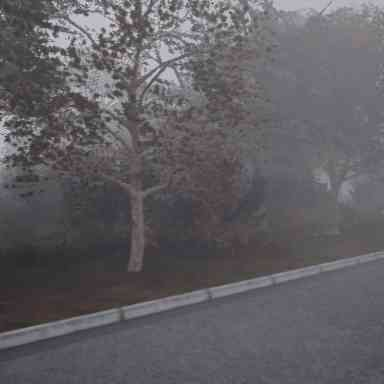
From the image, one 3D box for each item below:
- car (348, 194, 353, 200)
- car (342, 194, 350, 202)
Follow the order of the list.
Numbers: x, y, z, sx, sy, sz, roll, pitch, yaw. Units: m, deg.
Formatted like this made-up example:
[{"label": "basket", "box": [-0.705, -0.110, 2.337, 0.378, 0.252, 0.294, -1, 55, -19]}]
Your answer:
[{"label": "car", "box": [36.365, 1.839, 80.878, 2.097, 1.535, 5.008, 0, 0, -36]}, {"label": "car", "box": [34.202, 1.895, 79.328, 2.002, 1.452, 4.674, 0, 0, -36]}]
